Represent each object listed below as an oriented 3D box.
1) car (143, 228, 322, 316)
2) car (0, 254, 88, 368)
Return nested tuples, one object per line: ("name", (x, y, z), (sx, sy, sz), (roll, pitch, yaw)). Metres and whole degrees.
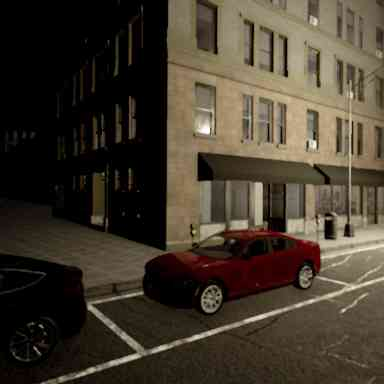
("car", (1.067, 1.545, 7.514), (4.507, 1.381, 1.887), (0, 1, -35))
("car", (-3.553, 1.566, 4.223), (4.313, 1.339, 1.947), (0, 1, -35))
